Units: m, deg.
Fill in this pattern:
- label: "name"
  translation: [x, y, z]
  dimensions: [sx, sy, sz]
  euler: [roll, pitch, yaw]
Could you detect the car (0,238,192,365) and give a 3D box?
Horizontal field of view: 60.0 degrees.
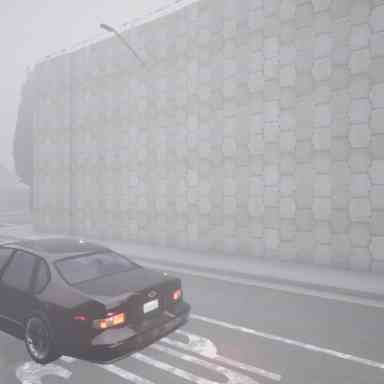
- label: "car"
  translation: [-2.592, 1.547, 5.825]
  dimensions: [5.357, 1.411, 2.033]
  euler: [0, 0, 35]
